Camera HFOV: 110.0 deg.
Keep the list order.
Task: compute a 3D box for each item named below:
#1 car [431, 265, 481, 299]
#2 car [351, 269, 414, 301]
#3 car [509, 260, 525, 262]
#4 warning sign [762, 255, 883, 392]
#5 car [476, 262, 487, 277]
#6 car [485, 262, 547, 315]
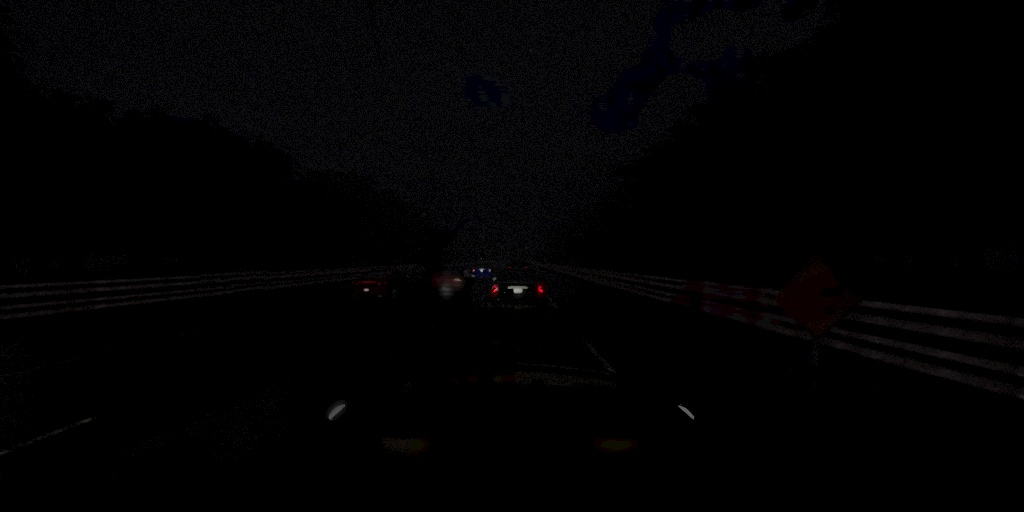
[{"bbox_3d":[-3.180,1.468,20.014,2.128,1.511,4.902,0,-1,1],"label":"car"},{"bbox_3d":[-6.696,1.441,19.042,1.882,1.535,5.008,0,-1,1],"label":"car"},{"bbox_3d":[0.571,1.403,37.670,2.150,2.045,5.566,0,0,1],"label":"car"},{"bbox_3d":[4.569,0.915,5.377,1.300,1.860,1.060,0,0,1],"label":"warning sign"},{"bbox_3d":[-2.937,1.526,37.331,2.097,1.767,4.553,0,-1,1],"label":"car"},{"bbox_3d":[0.238,1.263,14.598,2.097,1.767,4.553,0,-1,1],"label":"car"}]
